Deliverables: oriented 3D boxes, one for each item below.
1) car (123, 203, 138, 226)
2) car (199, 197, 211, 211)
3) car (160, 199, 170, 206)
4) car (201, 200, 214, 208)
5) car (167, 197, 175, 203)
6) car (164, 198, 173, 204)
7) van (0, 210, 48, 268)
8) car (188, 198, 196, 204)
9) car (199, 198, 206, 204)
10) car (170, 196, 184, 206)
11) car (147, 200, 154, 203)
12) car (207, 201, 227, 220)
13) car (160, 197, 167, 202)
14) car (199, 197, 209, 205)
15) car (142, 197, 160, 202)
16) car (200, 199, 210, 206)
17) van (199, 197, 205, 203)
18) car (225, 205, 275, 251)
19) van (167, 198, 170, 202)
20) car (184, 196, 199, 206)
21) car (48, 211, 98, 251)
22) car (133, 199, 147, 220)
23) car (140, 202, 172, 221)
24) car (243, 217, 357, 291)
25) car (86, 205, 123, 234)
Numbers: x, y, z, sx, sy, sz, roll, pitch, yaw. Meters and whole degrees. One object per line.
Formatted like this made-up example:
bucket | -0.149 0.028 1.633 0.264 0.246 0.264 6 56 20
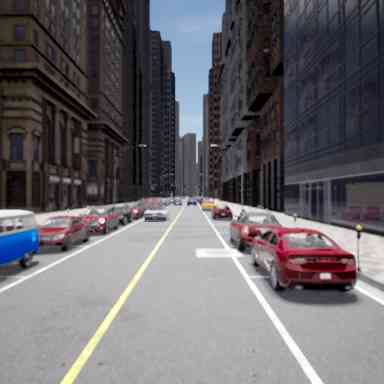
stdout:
car | -5.762 1.803 25.909 1.947 1.339 4.313 0 -1 0
car | 2.346 1.901 48.369 1.801 1.575 5.366 0 -1 0
car | -5.766 2.180 70.550 1.752 1.417 4.829 0 -1 0
car | 2.760 2.099 59.531 2.008 1.369 4.403 0 -1 0
car | -5.768 2.316 93.128 1.967 1.590 4.097 0 -1 0
car | -5.767 2.206 81.925 1.967 1.590 4.097 0 -1 0
van | -5.760 1.425 9.107 1.690 1.788 3.998 0 -1 0
car | -0.007 2.230 83.562 2.128 1.511 4.902 0 -1 0
car | 2.757 2.348 87.711 1.752 1.417 4.829 0 -1 0
car | -3.006 2.167 70.207 2.128 1.511 4.902 0 -1 0
car | -5.763 1.905 37.111 1.947 1.339 4.313 0 -1 0
car | 2.762 1.833 31.522 1.887 1.381 4.507 0 -1 0
car | -5.764 1.810 53.919 2.192 1.841 5.009 0 -1 0
car | 2.759 2.026 76.339 2.192 1.841 5.009 0 -1 0
car | -5.763 1.706 42.716 2.192 1.841 5.009 0 -1 0
car | 2.759 2.238 70.735 1.802 1.307 4.206 0 -1 0
van | 2.757 2.217 93.145 1.690 1.788 3.998 0 -1 0
car | 2.764 1.575 14.718 1.967 1.590 4.097 0 -1 0
van | -5.765 1.943 65.121 1.690 1.788 3.998 0 -1 0
car | -0.006 1.982 66.914 2.097 1.767 4.553 0 -1 0
car | -5.762 1.717 14.705 1.802 1.307 4.206 0 -1 0
car | -5.762 1.728 31.511 1.967 1.590 4.097 0 -1 0
car | -3.102 1.872 29.684 1.895 1.301 4.718 0 -1 0
car | 2.764 1.629 9.115 1.887 1.381 4.507 0 -1 0
car | -5.761 1.626 20.308 1.967 1.590 4.097 0 -1 0
